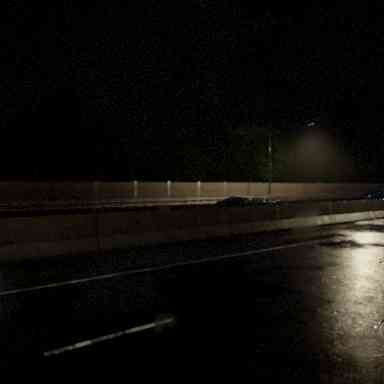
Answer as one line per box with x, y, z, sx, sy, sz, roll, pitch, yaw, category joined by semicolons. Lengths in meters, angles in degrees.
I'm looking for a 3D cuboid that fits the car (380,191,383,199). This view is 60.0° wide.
33.062;0.916;53.639;5.357;1.411;2.033;-1;0;-35;car

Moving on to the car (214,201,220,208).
4.667;1.233;37.462;4.674;1.442;1.812;0;0;-35;car

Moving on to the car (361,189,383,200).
30.953;0.591;56.434;5.566;2.045;2.150;-1;0;-35;car

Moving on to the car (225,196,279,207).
5.763;1.241;29.652;4.902;1.511;2.128;-1;0;-35;car

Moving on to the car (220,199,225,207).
5.372;1.290;33.671;4.181;1.385;1.994;-1;0;-35;car

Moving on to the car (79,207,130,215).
-4.777;1.491;17.796;4.181;1.385;1.994;-1;0;-36;car
